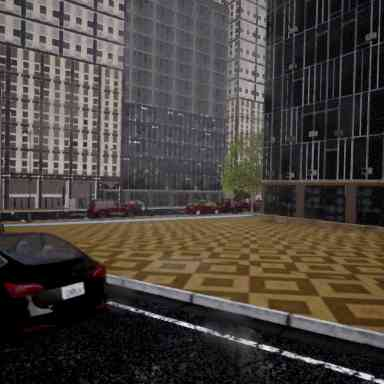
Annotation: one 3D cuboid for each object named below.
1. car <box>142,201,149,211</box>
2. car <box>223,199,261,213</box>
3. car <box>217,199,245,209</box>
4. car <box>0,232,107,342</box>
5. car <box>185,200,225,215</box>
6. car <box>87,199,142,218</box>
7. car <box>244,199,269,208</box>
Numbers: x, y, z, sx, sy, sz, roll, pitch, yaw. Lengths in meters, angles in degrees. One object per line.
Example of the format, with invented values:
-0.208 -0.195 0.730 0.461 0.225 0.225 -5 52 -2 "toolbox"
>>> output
-7.811 1.719 43.241 4.403 1.369 2.008 1 1 -34 "car"
5.999 1.781 43.150 5.009 1.841 2.192 1 1 -34 "car"
6.215 1.872 52.859 4.313 1.339 1.947 1 1 -34 "car"
-3.664 1.501 6.289 4.792 1.488 2.163 0 0 36 "car"
1.319 1.965 39.948 4.507 1.381 1.887 1 1 -34 "car"
-8.026 1.644 33.533 5.009 1.841 2.192 1 1 -34 "car"
10.890 1.934 56.065 4.206 1.307 1.802 1 1 -34 "car"
